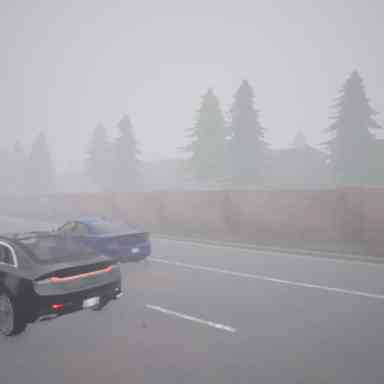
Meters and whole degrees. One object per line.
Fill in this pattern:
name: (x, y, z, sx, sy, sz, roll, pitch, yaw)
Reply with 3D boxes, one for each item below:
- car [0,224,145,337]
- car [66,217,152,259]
car: (-3.482, 1.583, 6.899, 4.902, 1.511, 2.128, -1, -1, 40)
car: (-3.521, 1.619, 11.552, 5.008, 1.535, 1.882, -1, -1, 42)
